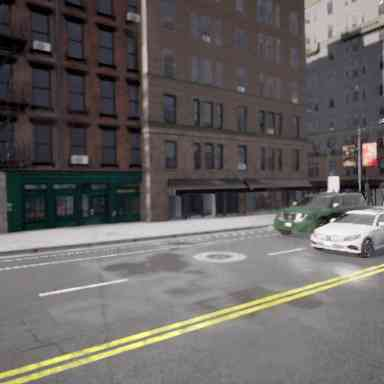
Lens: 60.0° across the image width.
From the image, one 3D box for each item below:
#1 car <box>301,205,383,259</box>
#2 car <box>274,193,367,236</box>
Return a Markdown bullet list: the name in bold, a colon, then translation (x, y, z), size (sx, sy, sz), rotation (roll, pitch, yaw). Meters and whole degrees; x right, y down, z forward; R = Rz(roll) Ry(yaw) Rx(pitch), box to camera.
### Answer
- **car**: translation (6.333, 1.399, 12.214), size (4.674, 1.442, 1.812), rotation (-1, 0, -36)
- **car**: translation (6.506, 1.067, 16.332), size (5.566, 2.045, 2.150), rotation (-1, 0, -35)
